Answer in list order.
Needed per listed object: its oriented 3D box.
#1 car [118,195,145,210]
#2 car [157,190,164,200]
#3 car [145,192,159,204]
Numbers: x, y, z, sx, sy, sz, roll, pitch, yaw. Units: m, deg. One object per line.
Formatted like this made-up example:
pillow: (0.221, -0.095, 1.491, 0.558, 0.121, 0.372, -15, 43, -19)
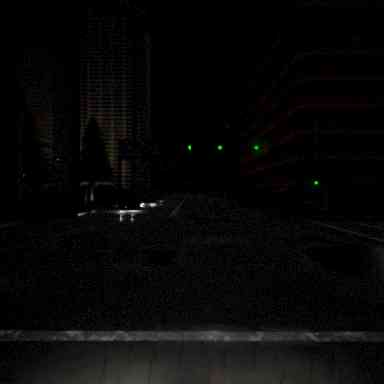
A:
car: (-7.095, 1.262, 38.401, 2.033, 1.411, 5.357, 0, 0, 0)
car: (-7.004, 0.967, 69.862, 1.837, 1.490, 4.892, 0, 0, 0)
car: (-7.061, 1.072, 54.598, 1.882, 1.535, 5.008, 0, 0, 0)
